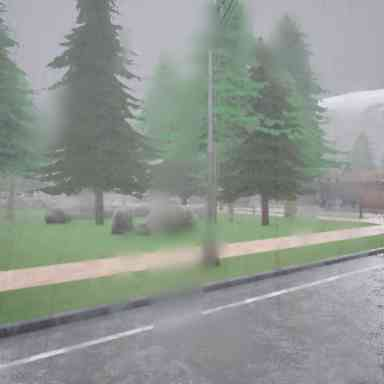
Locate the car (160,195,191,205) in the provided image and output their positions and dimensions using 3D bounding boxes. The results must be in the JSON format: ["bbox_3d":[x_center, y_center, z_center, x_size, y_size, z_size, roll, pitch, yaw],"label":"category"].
[{"bbox_3d":[-3.097,1.192,54.309,2.150,2.045,5.566,0,0,-39],"label":"car"}]

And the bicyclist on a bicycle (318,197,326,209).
[{"bbox_3d":[16.138,1.246,41.253,1.656,1.620,0.582,0,0,-37],"label":"bicyclist on a bicycle"}]

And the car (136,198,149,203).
[{"bbox_3d":[-9.212,1.492,66.306,4.674,1.442,1.812,0,0,41],"label":"car"}]

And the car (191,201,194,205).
[{"bbox_3d":[-1.723,1.458,58.301,2.128,1.511,4.902,0,0,-40],"label":"car"}]

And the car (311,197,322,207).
[{"bbox_3d":[18.481,1.139,46.572,3.866,1.878,1.905,0,0,-37],"label":"car"}]

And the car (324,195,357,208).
[{"bbox_3d":[20.300,1.137,44.792,4.605,1.855,1.932,0,0,-37],"label":"car"}]
